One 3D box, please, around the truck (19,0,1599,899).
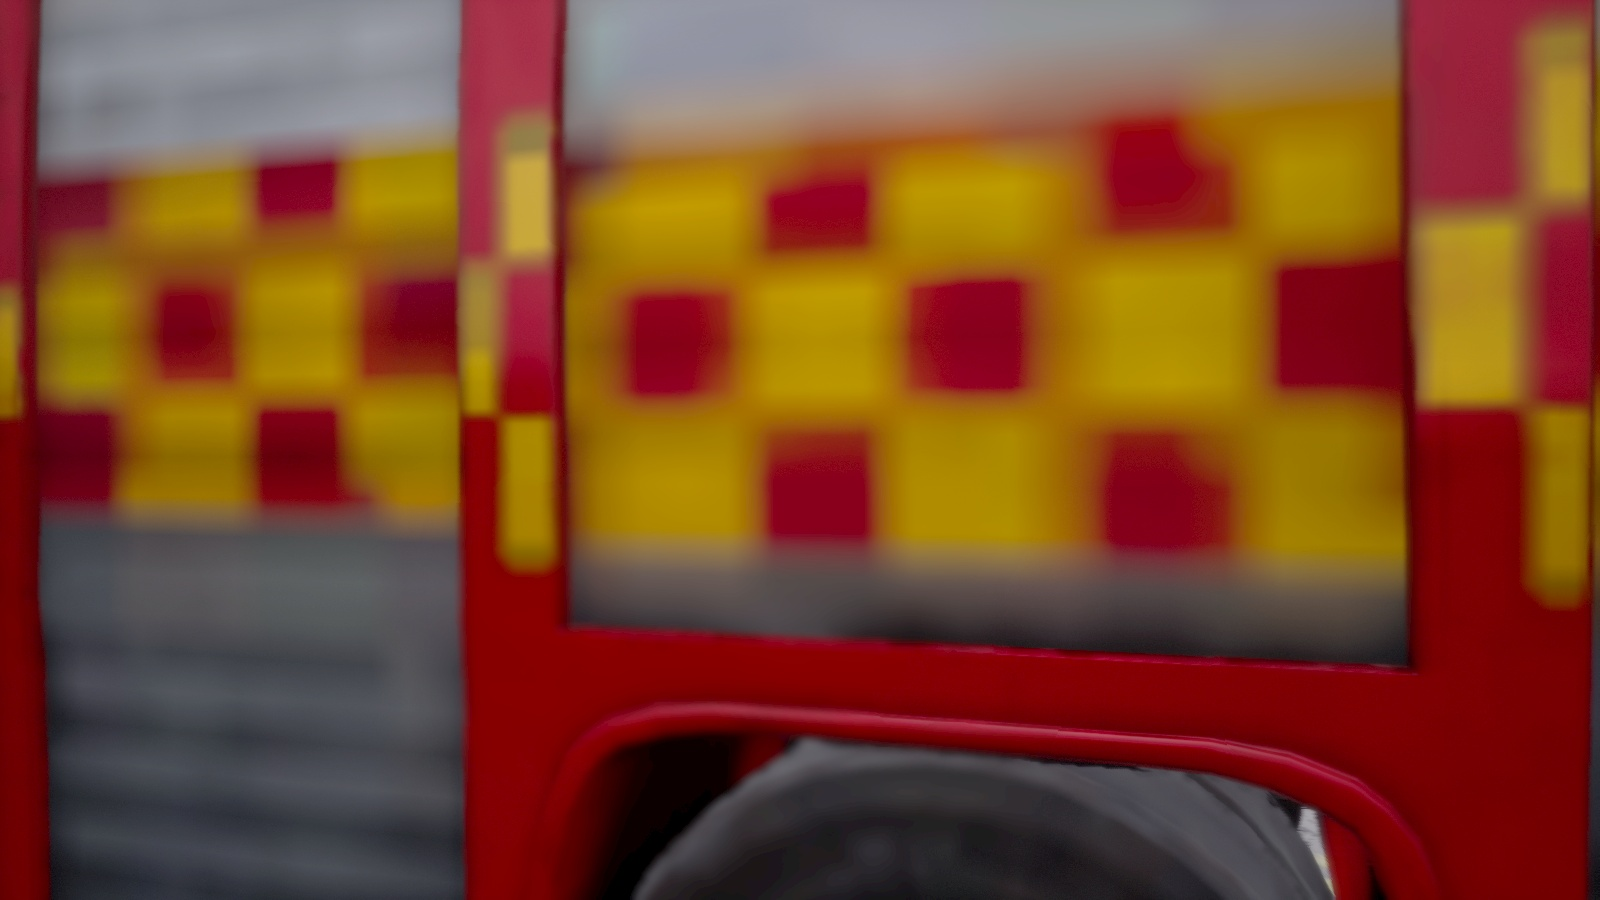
[{"bbox_3d":[3.180,-0.346,2.105,8.468,3.827,2.891,1,1,19],"label":"truck"}]
